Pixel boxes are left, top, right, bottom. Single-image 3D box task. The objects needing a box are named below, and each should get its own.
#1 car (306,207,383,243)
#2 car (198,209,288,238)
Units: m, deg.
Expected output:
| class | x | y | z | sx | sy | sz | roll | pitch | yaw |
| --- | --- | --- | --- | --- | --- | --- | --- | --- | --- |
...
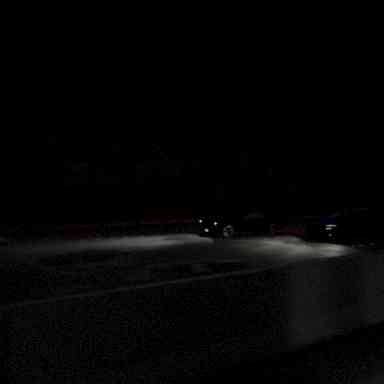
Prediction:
| class | x | y | z | sx | sy | sz | roll | pitch | yaw |
| --- | --- | --- | --- | --- | --- | --- | --- | --- | --- |
| car | 7.859 | 1.500 | 16.302 | 5.008 | 1.535 | 1.882 | 0 | 0 | -26 |
| car | 2.694 | 1.605 | 17.613 | 4.718 | 1.301 | 1.895 | 0 | 0 | -28 |
